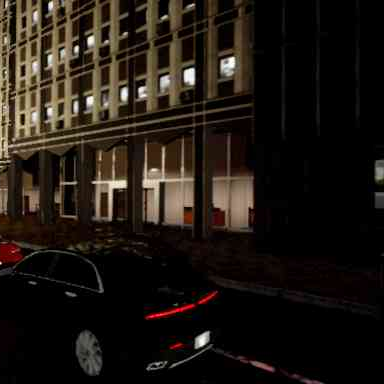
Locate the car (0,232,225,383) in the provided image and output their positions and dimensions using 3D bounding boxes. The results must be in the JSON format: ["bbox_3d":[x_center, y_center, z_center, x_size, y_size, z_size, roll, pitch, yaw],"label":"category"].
[{"bbox_3d":[-1.782,1.562,5.562,4.892,1.490,1.837,0,-1,38],"label":"car"}]

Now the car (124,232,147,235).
[{"bbox_3d":[-2.053,1.651,8.149,4.313,1.339,1.947,0,-1,37],"label":"car"}]
